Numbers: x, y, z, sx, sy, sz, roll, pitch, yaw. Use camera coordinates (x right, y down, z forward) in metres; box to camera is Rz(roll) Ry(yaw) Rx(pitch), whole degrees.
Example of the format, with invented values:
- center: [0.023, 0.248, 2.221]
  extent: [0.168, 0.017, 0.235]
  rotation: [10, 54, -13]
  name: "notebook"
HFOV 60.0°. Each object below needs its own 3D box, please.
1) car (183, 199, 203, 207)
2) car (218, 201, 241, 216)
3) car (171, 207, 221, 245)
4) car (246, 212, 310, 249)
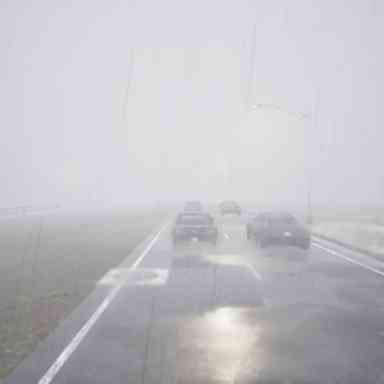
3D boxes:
- center: [0.118, 1.485, 35.573]
  extent: [2.128, 1.511, 4.902]
  rotation: [0, 0, 0]
  name: "car"
- center: [3.614, 1.541, 32.506]
  extent: [2.033, 1.411, 5.357]
  rotation: [0, 0, 0]
  name: "car"
- center: [0.108, 1.600, 15.464]
  extent: [1.895, 1.301, 4.718]
  rotation: [0, 0, 0]
  name: "car"
- center: [3.607, 1.563, 14.602]
  extent: [1.994, 1.385, 4.181]
  rotation: [0, 0, 0]
  name: "car"
